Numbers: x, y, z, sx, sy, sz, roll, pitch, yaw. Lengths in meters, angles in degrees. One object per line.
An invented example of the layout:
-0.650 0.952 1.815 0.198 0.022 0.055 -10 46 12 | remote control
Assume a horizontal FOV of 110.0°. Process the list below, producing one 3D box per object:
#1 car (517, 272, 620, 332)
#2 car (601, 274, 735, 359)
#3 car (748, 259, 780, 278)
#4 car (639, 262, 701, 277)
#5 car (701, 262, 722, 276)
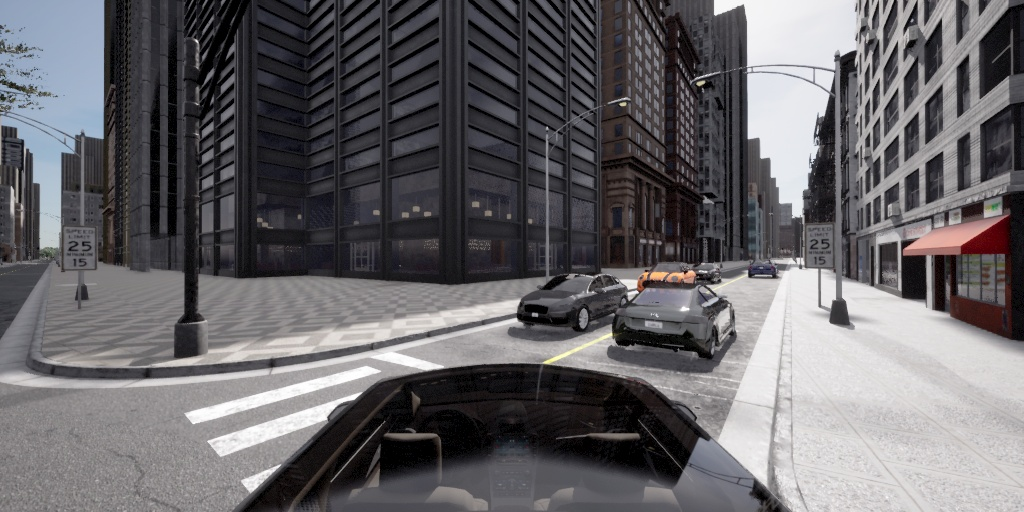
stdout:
2.084 1.268 11.185 1.837 1.490 4.892 0 0 38 | car
4.006 1.312 8.606 1.994 1.385 4.181 0 0 38 | car
23.601 1.084 33.697 2.097 1.767 4.553 0 0 38 | car
8.398 1.111 19.302 2.097 1.767 4.553 0 0 38 | car
14.695 1.259 27.379 1.837 1.490 4.892 0 0 38 | car
